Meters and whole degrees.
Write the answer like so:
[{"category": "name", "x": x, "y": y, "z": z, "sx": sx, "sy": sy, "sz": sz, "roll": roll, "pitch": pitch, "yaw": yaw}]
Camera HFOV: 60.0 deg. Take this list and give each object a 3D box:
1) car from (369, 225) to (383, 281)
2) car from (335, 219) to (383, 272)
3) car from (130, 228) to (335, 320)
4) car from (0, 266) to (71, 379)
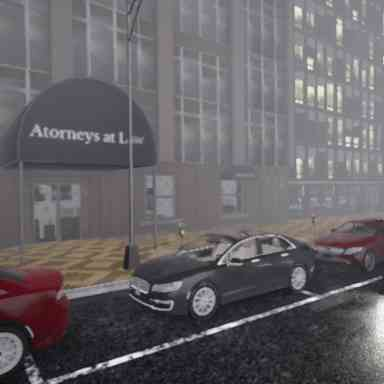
[{"category": "car", "x": 6.322, "y": 1.509, "z": 7.858, "sx": 4.181, "sy": 1.385, "sz": 1.994, "roll": 0, "pitch": 0, "yaw": -35}, {"category": "car", "x": 5.464, "y": 1.521, "z": 10.435, "sx": 4.206, "sy": 1.307, "sz": 1.802, "roll": 0, "pitch": 0, "yaw": -35}, {"category": "car", "x": 0.827, "y": 1.522, "z": 7.148, "sx": 4.403, "sy": 1.369, "sz": 2.008, "roll": 0, "pitch": 0, "yaw": -35}, {"category": "car", "x": -3.808, "y": 1.547, "z": 3.859, "sx": 4.507, "sy": 1.381, "sz": 1.887, "roll": 0, "pitch": 0, "yaw": -35}]
